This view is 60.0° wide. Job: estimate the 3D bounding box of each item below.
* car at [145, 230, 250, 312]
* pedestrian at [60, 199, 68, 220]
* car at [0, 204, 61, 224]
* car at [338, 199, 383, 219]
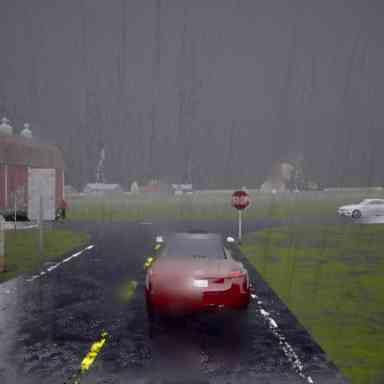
[{"bbox_3d":[0.087,1.565,7.799,1.994,1.385,4.181,0,0,-1],"label":"car"},{"bbox_3d":[-11.273,1.491,29.142,0.375,1.860,0.375,0,0,4],"label":"pedestrian"},{"bbox_3d":[-12.980,1.687,26.329,5.008,1.535,1.882,-1,-1,4],"label":"car"},{"bbox_3d":[13.983,1.283,26.256,4.674,1.442,1.812,-1,0,-4],"label":"car"}]
